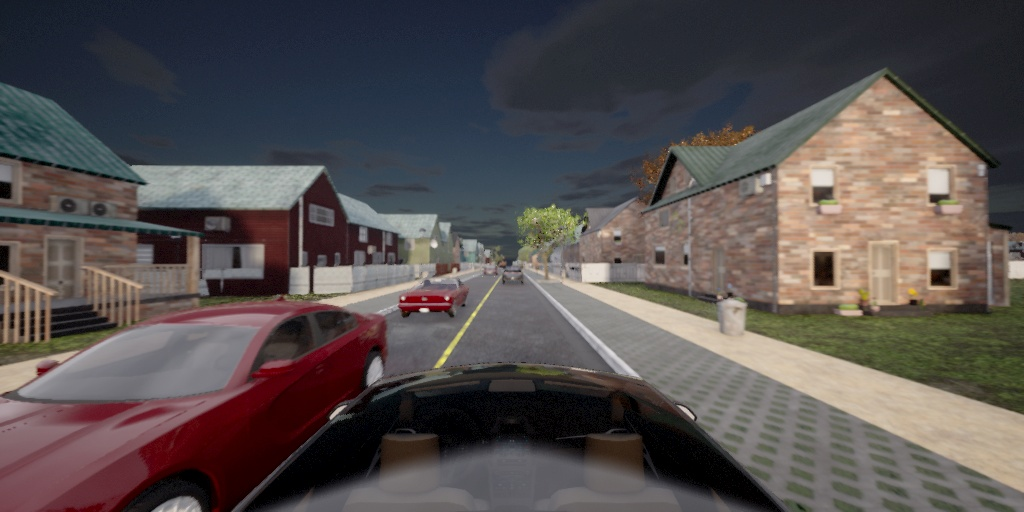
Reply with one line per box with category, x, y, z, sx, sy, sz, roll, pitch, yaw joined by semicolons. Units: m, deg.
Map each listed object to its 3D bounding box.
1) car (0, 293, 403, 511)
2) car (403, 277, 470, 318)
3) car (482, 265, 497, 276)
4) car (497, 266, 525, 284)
car;-2.852;1.249;3.594;1.882;1.535;5.008;0;-1;0
car;-2.839;1.493;13.894;1.895;1.301;4.718;0;-1;0
car;-2.866;1.943;48.523;1.812;1.442;4.674;0;-1;0
car;0.084;1.628;31.500;2.128;1.511;4.902;0;-1;0
